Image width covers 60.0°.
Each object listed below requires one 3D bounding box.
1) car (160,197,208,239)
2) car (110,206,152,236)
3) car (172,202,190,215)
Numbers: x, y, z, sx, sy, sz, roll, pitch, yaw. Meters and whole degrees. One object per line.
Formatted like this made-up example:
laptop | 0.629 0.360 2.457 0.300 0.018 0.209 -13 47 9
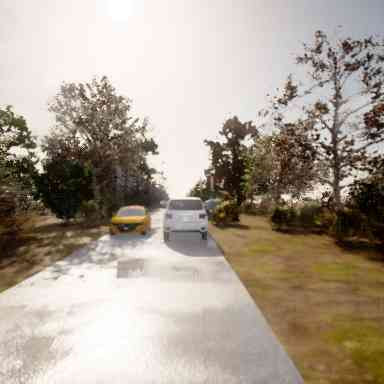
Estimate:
car | -0.384 1.289 17.796 2.150 2.045 5.566 0 0 -2
car | -3.377 1.551 18.985 1.882 1.535 5.008 0 0 -2
car | -1.318 1.913 40.581 2.033 1.411 5.357 0 -1 -2
